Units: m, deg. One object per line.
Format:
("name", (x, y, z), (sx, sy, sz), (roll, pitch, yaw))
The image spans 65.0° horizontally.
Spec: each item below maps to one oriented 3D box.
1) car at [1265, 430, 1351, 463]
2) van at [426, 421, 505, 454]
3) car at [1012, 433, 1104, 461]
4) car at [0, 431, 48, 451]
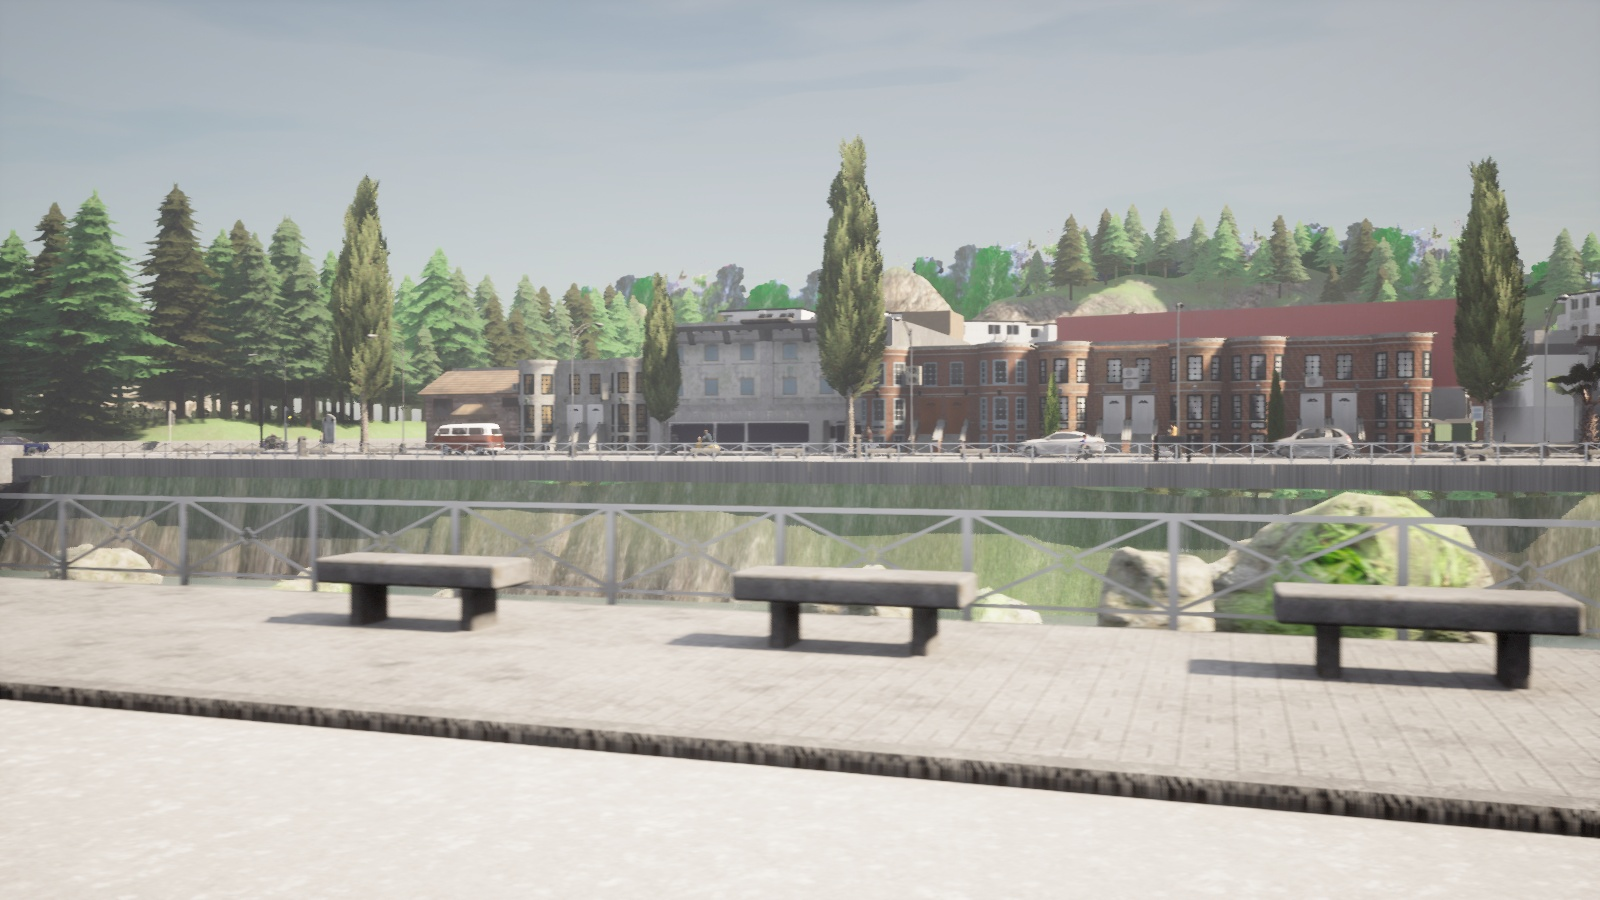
("car", (25.947, -0.207, 64.268), (3.988, 1.617, 1.851), (1, 1, 19))
("van", (-21.317, -0.814, 80.152), (4.480, 2.038, 2.069), (1, 1, 19))
("car", (14.029, -0.188, 68.276), (4.674, 1.442, 1.812), (1, 1, 19))
("car", (-52.824, -0.606, 83.294), (4.718, 1.301, 1.895), (-1, 1, -44))
